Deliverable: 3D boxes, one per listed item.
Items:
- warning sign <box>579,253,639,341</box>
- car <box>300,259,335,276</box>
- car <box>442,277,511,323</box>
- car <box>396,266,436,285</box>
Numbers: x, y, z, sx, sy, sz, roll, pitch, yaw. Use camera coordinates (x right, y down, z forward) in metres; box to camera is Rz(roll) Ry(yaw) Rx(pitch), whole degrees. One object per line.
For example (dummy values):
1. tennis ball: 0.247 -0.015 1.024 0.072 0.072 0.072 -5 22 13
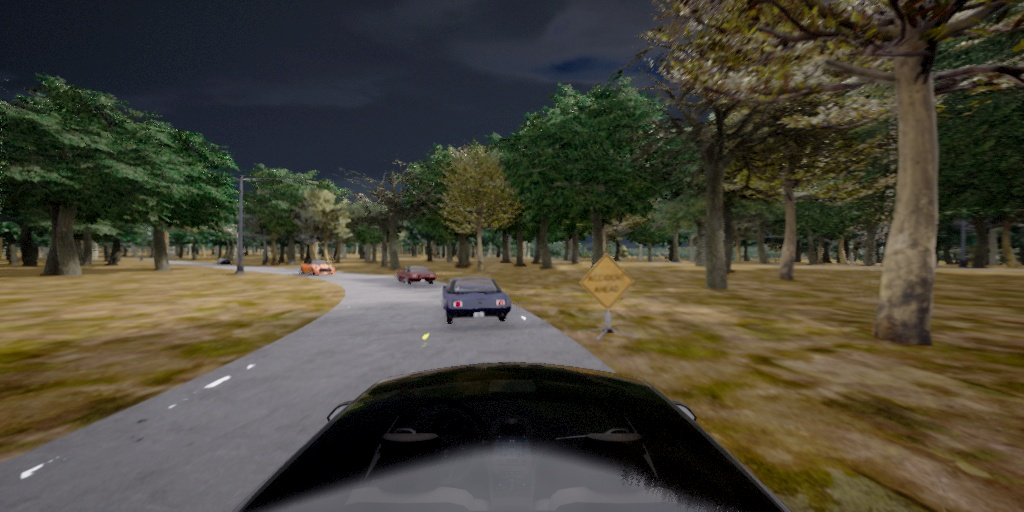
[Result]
1. warning sign: 2.182 0.863 8.136 1.300 1.860 1.060 0 0 -8
2. car: -20.043 1.111 36.973 4.553 1.767 2.097 0 0 43
3. car: -1.405 1.373 12.277 1.895 1.301 4.718 0 0 -13
4. car: -7.251 1.398 26.657 1.895 1.301 4.718 0 0 -30
